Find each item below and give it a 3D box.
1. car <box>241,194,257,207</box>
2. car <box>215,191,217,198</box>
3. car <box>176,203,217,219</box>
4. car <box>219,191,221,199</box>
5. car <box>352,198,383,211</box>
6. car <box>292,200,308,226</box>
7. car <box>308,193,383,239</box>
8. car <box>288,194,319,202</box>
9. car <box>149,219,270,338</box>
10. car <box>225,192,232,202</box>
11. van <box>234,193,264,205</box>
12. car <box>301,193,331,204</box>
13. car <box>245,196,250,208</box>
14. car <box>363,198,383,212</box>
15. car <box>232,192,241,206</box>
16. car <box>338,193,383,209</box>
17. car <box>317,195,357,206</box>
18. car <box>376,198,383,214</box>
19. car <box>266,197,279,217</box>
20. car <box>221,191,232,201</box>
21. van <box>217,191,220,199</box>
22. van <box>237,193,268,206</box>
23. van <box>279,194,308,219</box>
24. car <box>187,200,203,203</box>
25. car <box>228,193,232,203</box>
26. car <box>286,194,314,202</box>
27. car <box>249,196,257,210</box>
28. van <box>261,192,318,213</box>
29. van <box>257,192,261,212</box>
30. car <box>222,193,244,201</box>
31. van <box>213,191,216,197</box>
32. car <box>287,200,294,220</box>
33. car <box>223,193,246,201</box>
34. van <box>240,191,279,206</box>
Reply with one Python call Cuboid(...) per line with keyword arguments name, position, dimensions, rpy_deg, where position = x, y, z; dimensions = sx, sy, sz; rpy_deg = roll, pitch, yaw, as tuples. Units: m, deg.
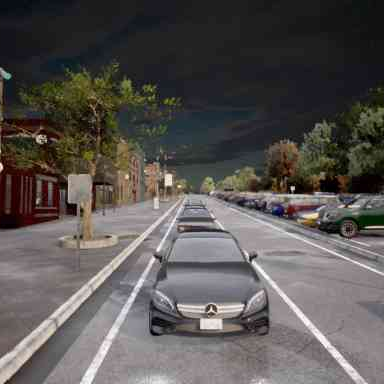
Cuboid(name="car", position=(9.126, 1.409, 42.262), dimensions=(4.892, 1.521, 2.231), rpy_deg=(0, 0, 0))
Cuboid(name="car", position=(8.853, 1.065, 81.508), dimensions=(5.008, 1.535, 2.097), rpy_deg=(0, 1, 0))
Cuboid(name="car", position=(0.201, 1.532, 17.403), dimensions=(2.033, 1.411, 5.357), rpy_deg=(0, 0, 0))
Cuboid(name="car", position=(8.923, 0.939, 67.490), dimensions=(5.566, 2.045, 2.435), rpy_deg=(0, 1, 0))
Cuboid(name="car", position=(22.242, 1.452, 40.194), dimensions=(4.792, 1.488, 2.163), rpy_deg=(0, 0, 0))
Cuboid(name="car", position=(9.083, 1.466, 19.828), dimensions=(5.366, 1.575, 1.946), rpy_deg=(0, 0, 0))
Cuboid(name="car", position=(9.259, 1.221, 17.025), dimensions=(5.566, 2.045, 2.435), rpy_deg=(0, 0, 0))
Cuboid(name="car", position=(21.862, 1.209, 65.173), dimensions=(5.366, 1.575, 1.946), rpy_deg=(0, 0, 0))
Cuboid(name="car", position=(0.256, 1.524, 6.824), dimensions=(1.812, 1.442, 4.674), rpy_deg=(0, 0, 0))
Cuboid(name="car", position=(8.986, 1.280, 61.887), dimensions=(4.674, 1.452, 2.002), rpy_deg=(0, 1, 0))
Cuboid(name="van", position=(9.161, 1.089, 53.476), dimensions=(4.442, 1.987, 1.878), rpy_deg=(0, 1, 0))
Cuboid(name="car", position=(22.115, 1.136, 59.624), dimensions=(4.553, 1.767, 2.185), rpy_deg=(0, 1, 0))
Cuboid(name="car", position=(9.135, 1.466, 39.459), dimensions=(4.674, 1.452, 2.002), rpy_deg=(0, 0, 0))
Cuboid(name="car", position=(22.202, 1.469, 37.411), dimensions=(4.792, 1.488, 2.163), rpy_deg=(0, 0, 0))
Cuboid(name="car", position=(9.054, 1.113, 47.867), dimensions=(5.566, 2.045, 2.435), rpy_deg=(0, 1, 0))
Cuboid(name="car", position=(22.166, 1.153, 42.967), dimensions=(5.566, 2.045, 2.435), rpy_deg=(0, 0, 0))
Cuboid(name="car", position=(22.325, 1.333, 51.298), dimensions=(5.366, 1.575, 1.946), rpy_deg=(0, 1, 0))
Cuboid(name="car", position=(22.435, 1.444, 34.640), dimensions=(5.366, 1.575, 1.946), rpy_deg=(0, 0, 0))
Cuboid(name="car", position=(9.208, 1.460, 28.239), dimensions=(5.008, 1.535, 2.097), rpy_deg=(0, 0, 0))
Cuboid(name="car", position=(8.942, 0.964, 64.687), dimensions=(5.566, 2.045, 2.435), rpy_deg=(0, 1, 0))
Cuboid(name="van", position=(8.760, 0.864, 78.702), dimensions=(4.442, 1.987, 1.878), rpy_deg=(0, 1, 0))
Cuboid(name="van", position=(9.180, 1.114, 50.673), dimensions=(4.442, 1.987, 1.878), rpy_deg=(0, 1, 0))
Cuboid(name="van", position=(9.348, 1.237, 25.436), dimensions=(4.442, 1.987, 1.878), rpy_deg=(0, 0, 0))
Cuboid(name="car", position=(0.233, 1.443, 29.851), dimensions=(2.128, 1.511, 4.902), rpy_deg=(0, 0, 0))
Cuboid(name="car", position=(9.020, 1.291, 56.280), dimensions=(4.892, 1.521, 2.231), rpy_deg=(0, 1, 0))
Cuboid(name="car", position=(22.034, 1.188, 67.951), dimensions=(4.892, 1.521, 2.231), rpy_deg=(0, 1, 0))
Cuboid(name="car", position=(9.186, 1.470, 36.651), dimensions=(4.792, 1.488, 2.163), rpy_deg=(0, 0, 0))
Cuboid(name="van", position=(9.078, 1.230, 31.045), dimensions=(4.442, 1.987, 1.878), rpy_deg=(0, 0, 0))
Cuboid(name="van", position=(9.292, 1.222, 33.848), dimensions=(4.442, 1.987, 1.878), rpy_deg=(0, 0, 0))
Cuboid(name="car", position=(8.883, 1.014, 73.098), dimensions=(4.553, 1.767, 2.185), rpy_deg=(0, 1, 0))
Cuboid(name="van", position=(8.685, 0.765, 89.914), dimensions=(4.442, 1.987, 1.878), rpy_deg=(0, 1, 0))
Cuboid(name="car", position=(9.253, 1.506, 22.632), dimensions=(4.674, 1.452, 2.002), rpy_deg=(0, 0, 0))
Cuboid(name="car", position=(8.902, 1.039, 70.294), dimensions=(4.553, 1.767, 2.185), rpy_deg=(0, 1, 0))
Cuboid(name="van", position=(9.217, 1.163, 45.068), dimensions=(4.442, 1.987, 1.878), rpy_deg=(0, 0, 0))
